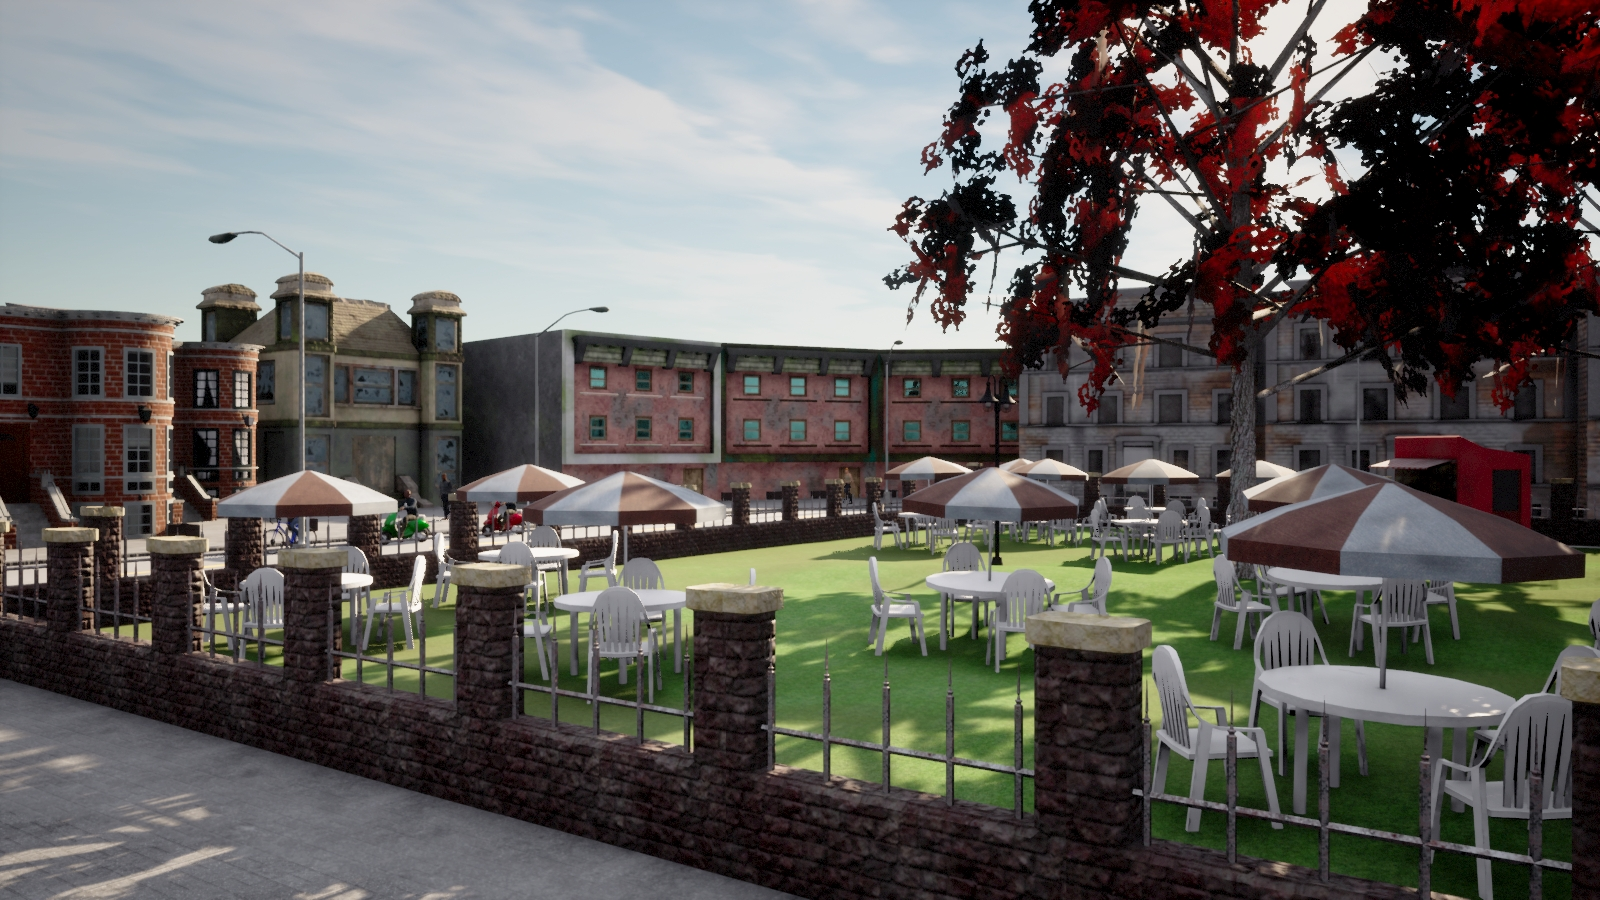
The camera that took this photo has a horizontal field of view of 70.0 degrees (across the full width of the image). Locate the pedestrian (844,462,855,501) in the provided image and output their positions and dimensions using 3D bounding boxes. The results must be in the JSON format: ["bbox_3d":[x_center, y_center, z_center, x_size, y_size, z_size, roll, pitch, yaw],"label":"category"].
[{"bbox_3d":[2.365,1.514,55.039,0.375,1.860,0.375,0,0,-37],"label":"pedestrian"}]

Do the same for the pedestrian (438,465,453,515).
[{"bbox_3d":[-13.340,1.516,43.037,0.375,1.860,0.375,0,0,31],"label":"pedestrian"}]

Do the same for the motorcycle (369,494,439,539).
[{"bbox_3d":[-11.759,1.950,33.969,0.856,1.236,1.805,0,0,35],"label":"motorcycle"}]
